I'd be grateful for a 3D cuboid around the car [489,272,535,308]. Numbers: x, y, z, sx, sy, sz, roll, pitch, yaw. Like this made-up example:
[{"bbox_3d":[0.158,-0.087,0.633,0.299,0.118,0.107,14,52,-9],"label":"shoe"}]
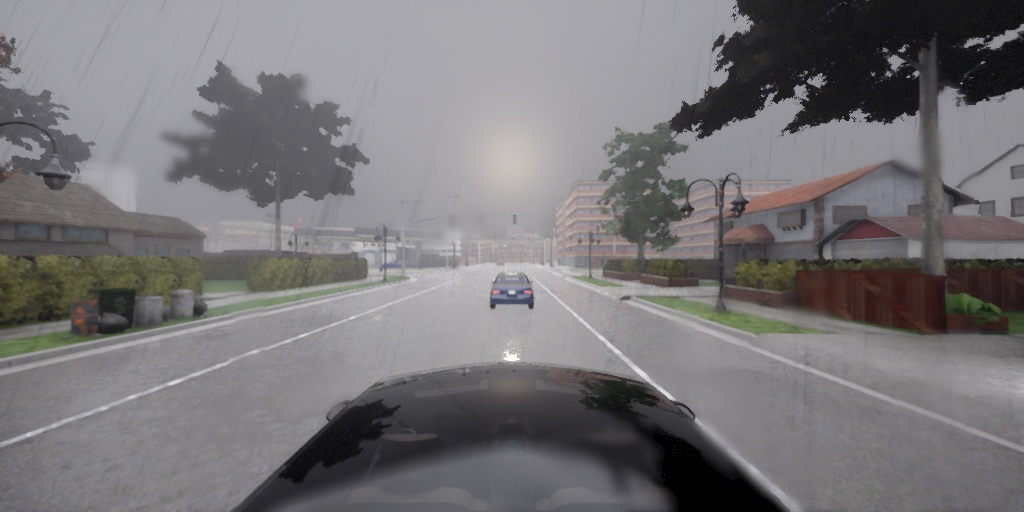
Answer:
[{"bbox_3d":[-0.003,1.427,15.831,2.033,1.411,5.357,0,0,0],"label":"car"}]
